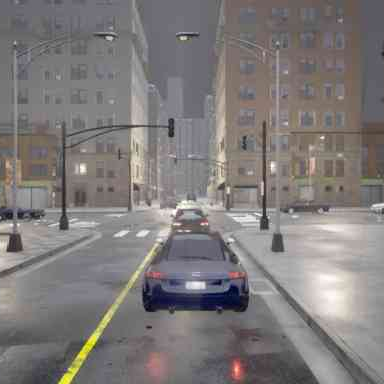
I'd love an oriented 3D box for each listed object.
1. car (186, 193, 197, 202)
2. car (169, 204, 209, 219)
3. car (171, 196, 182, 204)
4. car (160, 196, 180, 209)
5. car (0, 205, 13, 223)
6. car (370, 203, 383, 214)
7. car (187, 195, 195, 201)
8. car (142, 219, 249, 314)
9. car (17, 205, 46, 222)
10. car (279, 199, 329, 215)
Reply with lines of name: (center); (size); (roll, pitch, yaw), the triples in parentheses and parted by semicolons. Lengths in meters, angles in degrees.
car: (-0.160, 1.273, 76.198); (2.150, 2.045, 5.566); (0, 0, 0)
car: (-0.105, 1.525, 16.431); (1.812, 1.442, 4.674); (0, 0, -2)
car: (-3.137, 1.532, 67.869); (2.128, 1.511, 4.902); (0, 0, 0)
car: (-3.116, 1.368, 44.604); (2.097, 1.767, 4.553); (0, 0, 0)
car: (-15.248, 1.615, 23.069); (4.181, 1.385, 1.994); (0, 0, 0)
car: (20.384, 1.438, 33.275); (4.674, 1.442, 1.812); (0, 0, -1)
car: (-0.205, 1.582, 86.587); (2.128, 1.511, 4.902); (0, 0, 0)
car: (0.075, 1.564, 7.687); (1.994, 1.385, 4.181); (0, 0, 0)
car: (-14.181, 1.647, 26.325); (4.718, 1.301, 1.895); (0, 0, 0)
car: (11.122, 1.449, 33.212); (4.892, 1.490, 1.837); (0, 0, 0)
